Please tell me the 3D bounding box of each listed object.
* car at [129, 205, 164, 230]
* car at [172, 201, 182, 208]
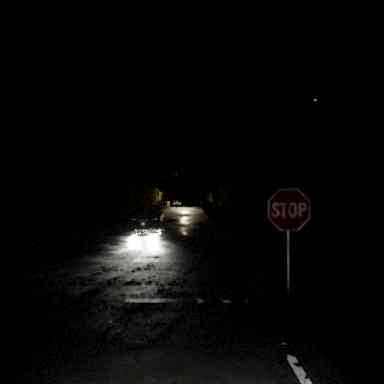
[{"bbox_3d":[-2.877,1.619,21.908,2.128,1.511,4.902,0,0,0],"label":"car"},{"bbox_3d":[-3.160,2.580,69.909,1.812,1.442,4.674,0,-2,0],"label":"car"}]
